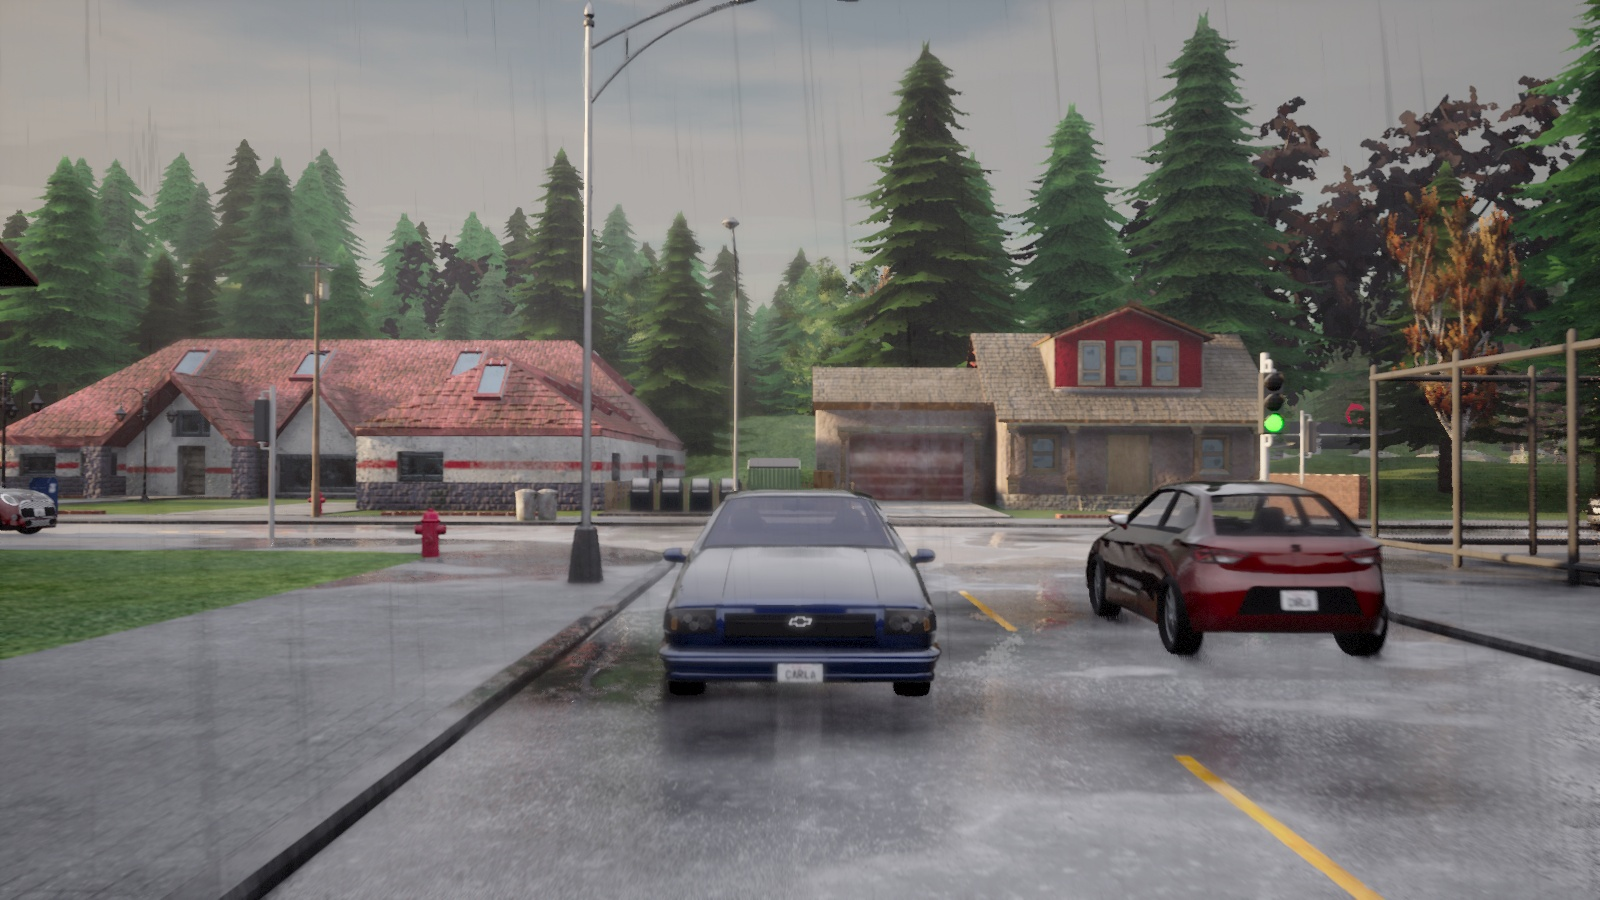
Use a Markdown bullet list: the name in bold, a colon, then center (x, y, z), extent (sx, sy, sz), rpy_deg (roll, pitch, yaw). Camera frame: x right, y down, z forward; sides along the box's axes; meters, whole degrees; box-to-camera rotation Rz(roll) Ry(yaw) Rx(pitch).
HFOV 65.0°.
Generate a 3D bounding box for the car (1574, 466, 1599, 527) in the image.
- **car**: center (22.164, 1.187, 32.028), extent (3.705, 1.549, 1.789), rpy_deg (0, -1, -1)

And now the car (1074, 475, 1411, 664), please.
- **car**: center (3.982, 0.993, 12.111), extent (1.816, 1.474, 4.193), rpy_deg (0, -1, 1)

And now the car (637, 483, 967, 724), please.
- **car**: center (0.000, 1.018, 10.422), extent (2.033, 1.411, 5.357), rpy_deg (0, -1, 0)

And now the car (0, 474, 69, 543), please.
- **car**: center (-18.777, 1.277, 27.977), extent (3.806, 1.475, 1.970), rpy_deg (0, -1, 0)
